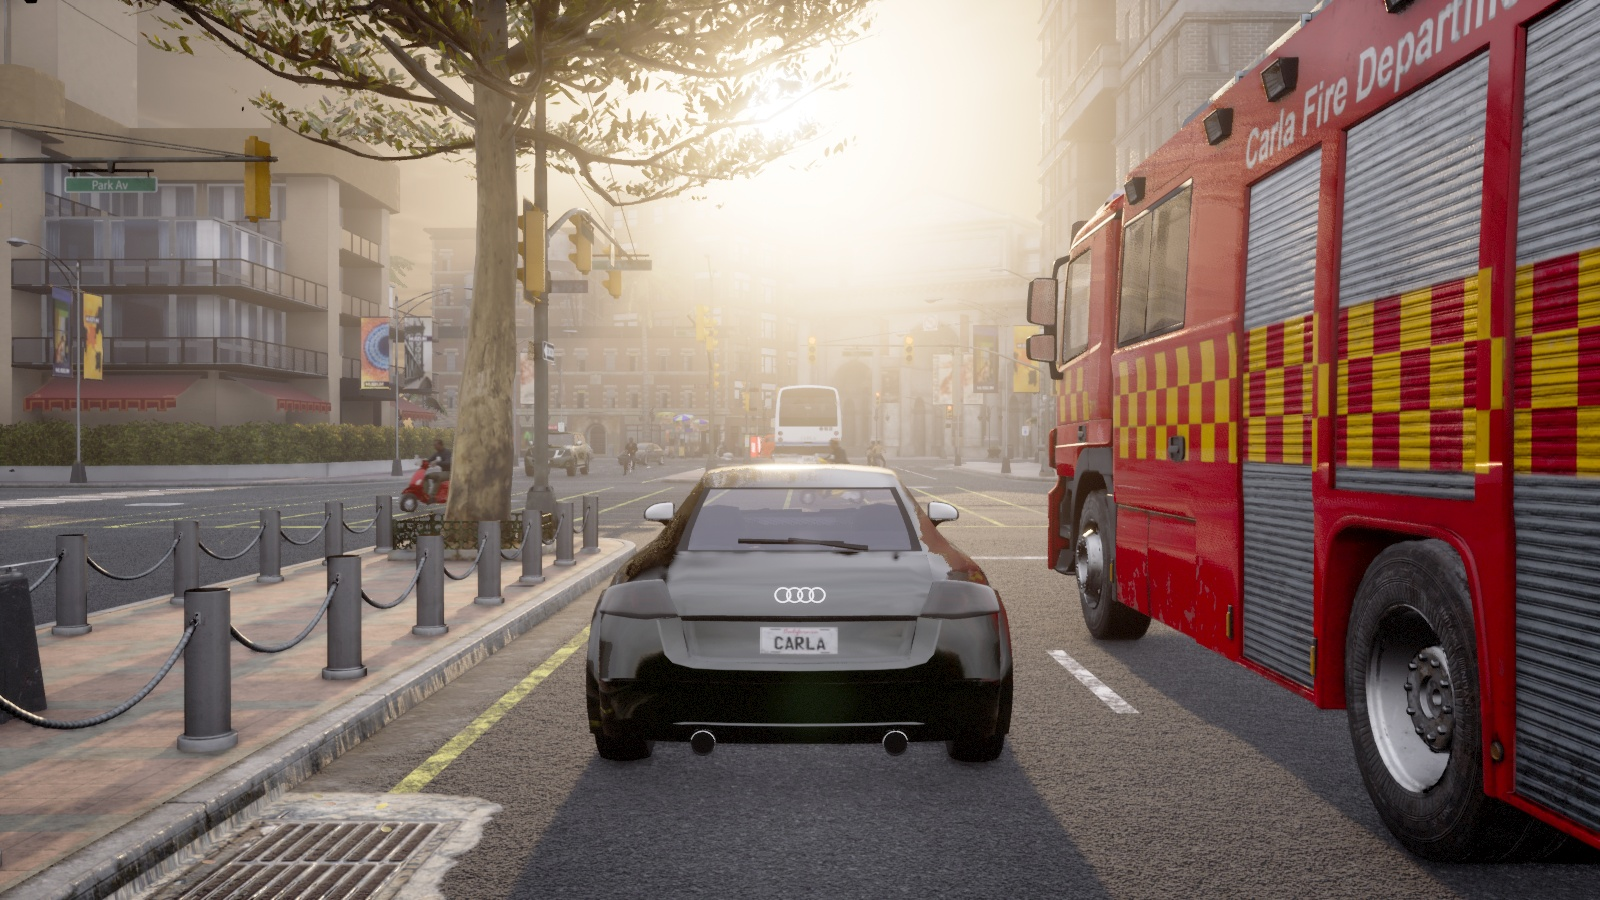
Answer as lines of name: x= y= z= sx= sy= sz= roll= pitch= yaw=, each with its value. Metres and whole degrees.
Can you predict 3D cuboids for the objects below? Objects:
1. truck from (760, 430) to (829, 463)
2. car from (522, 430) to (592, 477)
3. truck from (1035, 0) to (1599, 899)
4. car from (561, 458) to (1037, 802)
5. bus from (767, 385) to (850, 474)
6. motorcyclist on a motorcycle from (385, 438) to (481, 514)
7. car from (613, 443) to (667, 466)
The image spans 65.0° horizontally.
truck: x=-0.417 y=-0.282 z=95.873 sx=5.204 sy=2.467 sz=2.627 roll=0 pitch=0 yaw=1
car: x=-11.115 y=0.130 z=57.873 sx=2.150 sy=2.045 sz=5.566 roll=0 pitch=0 yaw=0
truck: x=3.562 y=-0.456 z=7.201 sx=2.891 sy=3.827 sz=8.468 roll=0 pitch=0 yaw=0
car: x=0.005 y=0.769 z=7.352 sx=1.994 sy=1.385 sz=4.181 roll=0 pitch=0 yaw=0
bus: x=0.433 y=-0.997 z=65.120 sx=3.944 sy=4.253 sz=10.273 roll=0 pitch=0 yaw=0
motorcyclist on a motorcycle: x=-7.940 y=0.540 z=27.223 sx=0.866 sy=1.590 sz=1.817 roll=2 pitch=1 yaw=41
car: x=-10.560 y=0.272 z=83.463 sx=1.837 sy=1.490 sz=4.892 roll=0 pitch=0 yaw=15
